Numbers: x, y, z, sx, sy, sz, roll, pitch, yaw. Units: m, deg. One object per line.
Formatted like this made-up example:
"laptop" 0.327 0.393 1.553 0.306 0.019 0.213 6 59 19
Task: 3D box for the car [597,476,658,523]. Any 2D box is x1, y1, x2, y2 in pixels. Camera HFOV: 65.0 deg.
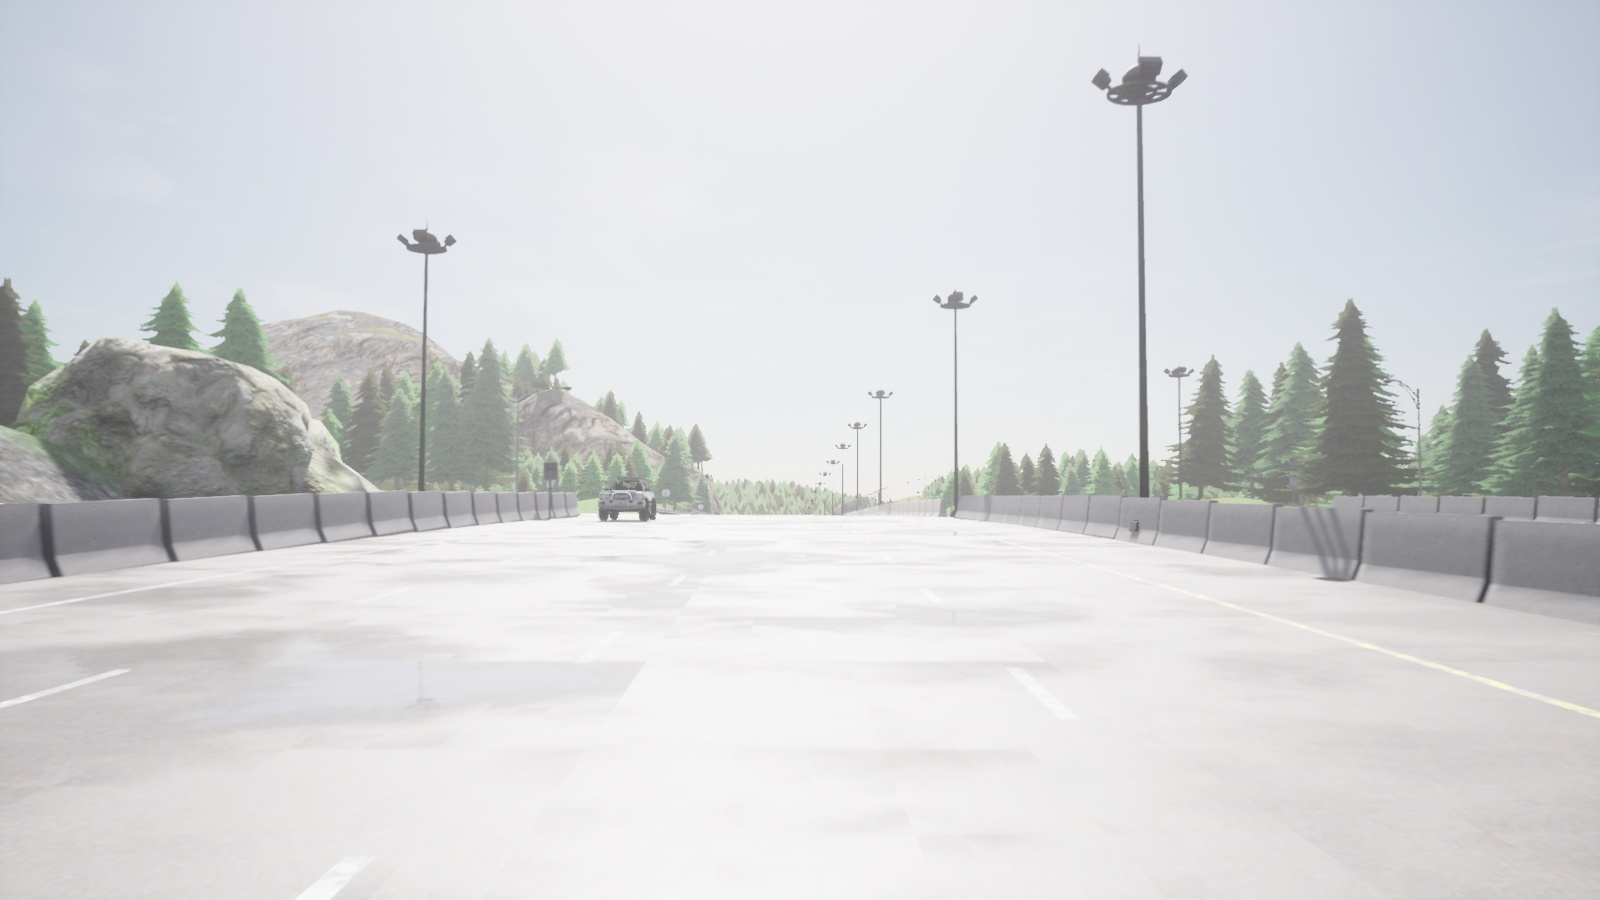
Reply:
"car" -7.126 2.081 52.343 1.932 1.855 4.605 0 -2 0
